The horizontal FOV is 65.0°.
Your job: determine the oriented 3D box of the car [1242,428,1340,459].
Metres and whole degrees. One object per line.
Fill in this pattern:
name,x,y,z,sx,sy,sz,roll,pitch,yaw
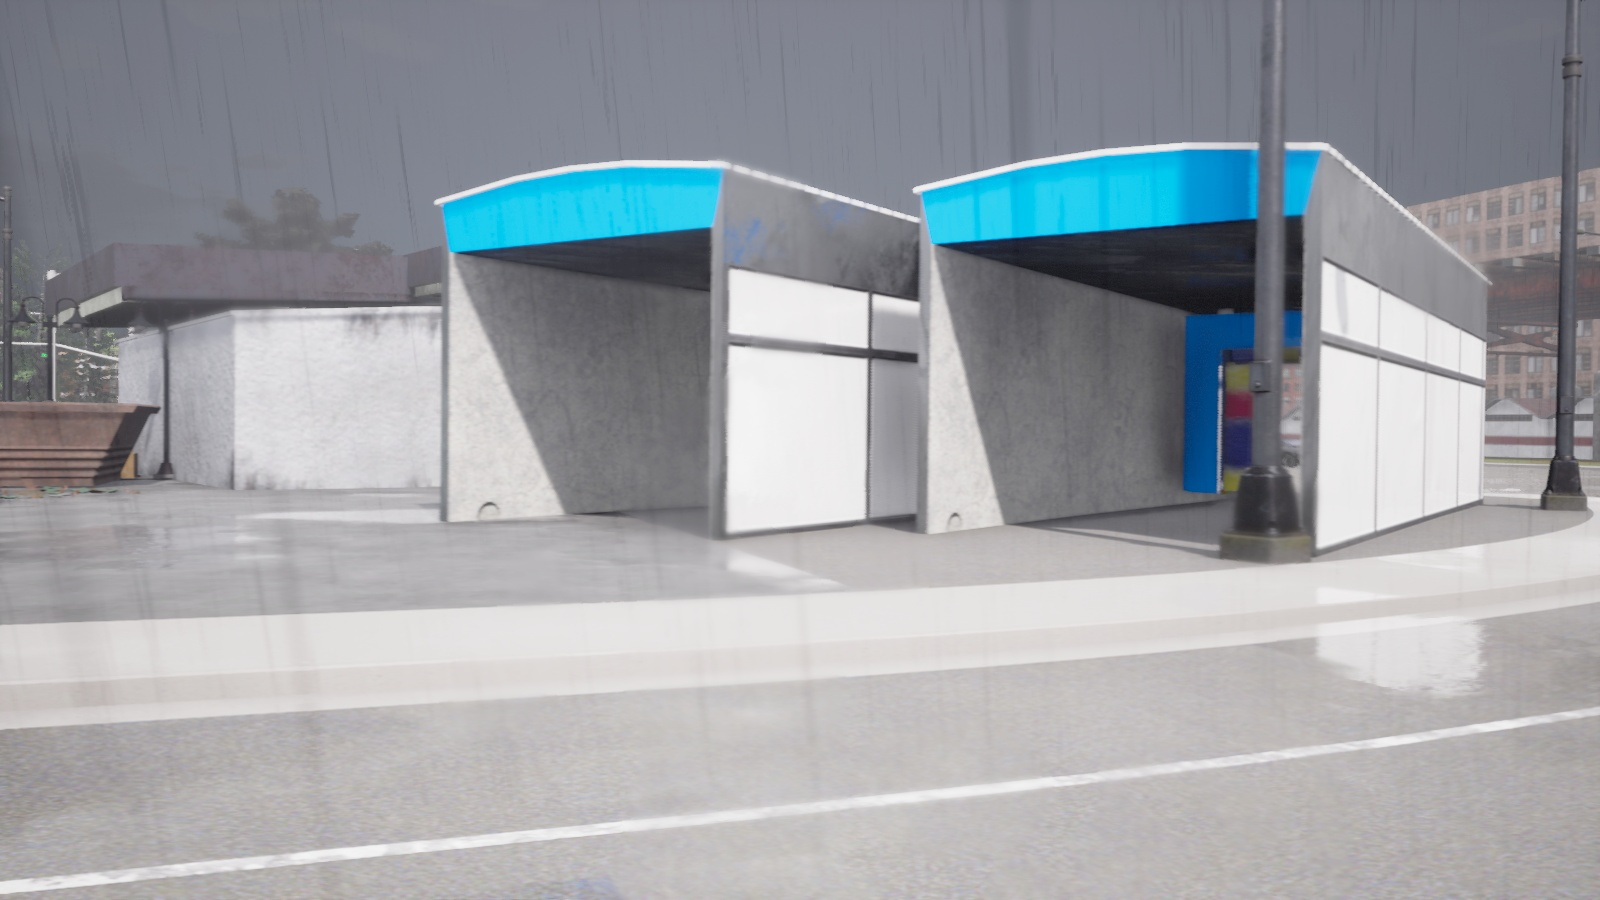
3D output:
car,22.935,-0.335,58.800,1.994,1.385,4.181,-1,1,-20
